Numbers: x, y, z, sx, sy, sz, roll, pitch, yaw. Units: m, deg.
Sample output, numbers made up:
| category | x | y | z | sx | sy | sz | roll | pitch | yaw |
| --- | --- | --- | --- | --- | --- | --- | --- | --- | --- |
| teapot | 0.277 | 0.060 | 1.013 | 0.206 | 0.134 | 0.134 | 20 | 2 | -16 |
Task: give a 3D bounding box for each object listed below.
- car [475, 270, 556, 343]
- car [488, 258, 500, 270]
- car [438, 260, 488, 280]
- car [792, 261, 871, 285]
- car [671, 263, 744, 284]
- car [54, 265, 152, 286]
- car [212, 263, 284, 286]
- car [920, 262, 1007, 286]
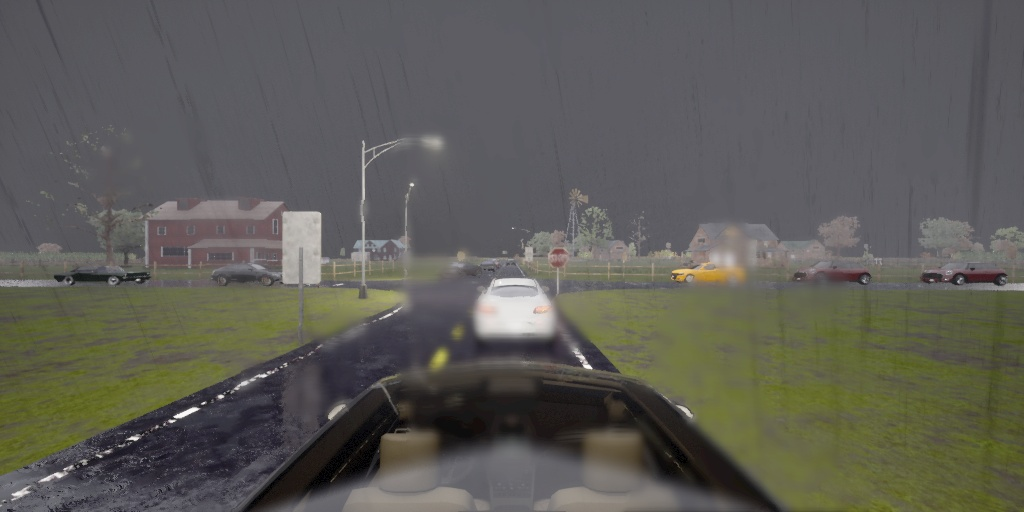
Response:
| category | x | y | z | sx | sy | sz | roll | pitch | yaw |
| --- | --- | --- | --- | --- | --- | --- | --- | --- | --- |
| car | 0.073 | 1.275 | 9.569 | 1.812 | 1.442 | 4.674 | 0 | 0 | 0 |
| car | -3.008 | 1.285 | 45.317 | 2.033 | 1.411 | 5.357 | 0 | 0 | 0 |
| car | -4.350 | 1.290 | 31.567 | 2.033 | 1.411 | 5.357 | 0 | 0 | 21 |
| car | 23.691 | 1.183 | 26.728 | 4.553 | 1.767 | 2.097 | 0 | 0 | 0 |
| car | 14.515 | 1.273 | 26.762 | 5.008 | 1.535 | 1.882 | 0 | 0 | 0 |
| car | -27.211 | 1.272 | 23.976 | 4.718 | 1.301 | 1.895 | 0 | 0 | 0 |
| car | -17.303 | 1.224 | 23.944 | 4.674 | 1.442 | 1.812 | 0 | 0 | 0 |
| car | 33.443 | 1.225 | 26.679 | 4.553 | 1.767 | 2.097 | 0 | 0 | 0 |
